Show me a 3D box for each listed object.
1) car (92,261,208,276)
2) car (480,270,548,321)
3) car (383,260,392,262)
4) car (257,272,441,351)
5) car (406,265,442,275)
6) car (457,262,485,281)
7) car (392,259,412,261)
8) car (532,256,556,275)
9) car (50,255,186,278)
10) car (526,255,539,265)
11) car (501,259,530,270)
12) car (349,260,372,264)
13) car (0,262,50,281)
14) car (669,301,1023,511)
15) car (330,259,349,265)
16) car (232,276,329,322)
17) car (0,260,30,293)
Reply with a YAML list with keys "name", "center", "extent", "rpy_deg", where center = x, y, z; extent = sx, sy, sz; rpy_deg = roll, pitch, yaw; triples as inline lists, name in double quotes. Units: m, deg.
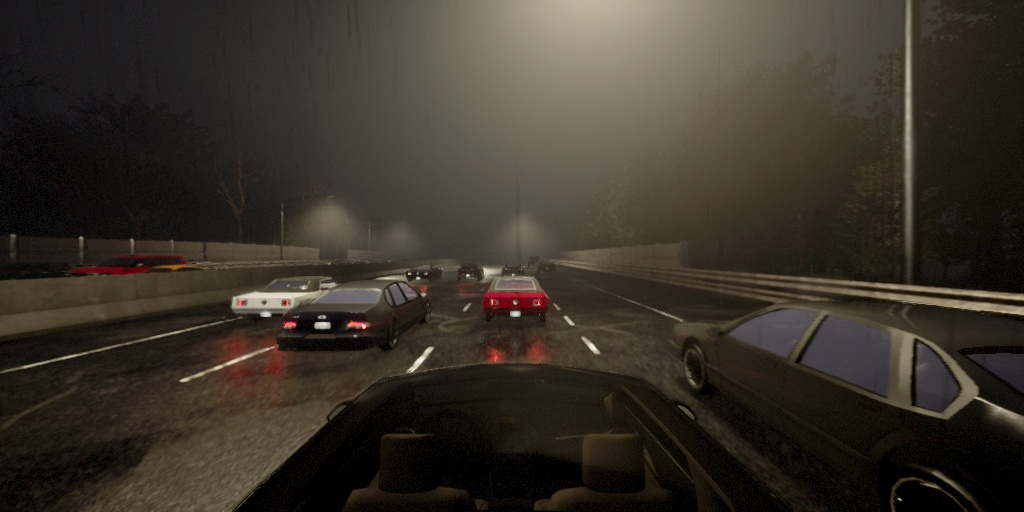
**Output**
- name: "car"
  center: [-17.597, 1.220, 18.429]
  extent: [1.882, 1.535, 5.008]
  rpy_deg: [0, 0, 0]
- name: "car"
  center: [0.102, 1.344, 12.372]
  extent: [1.895, 1.301, 4.718]
  rpy_deg: [0, 0, 0]
- name: "car"
  center: [-21.019, 1.346, 60.549]
  extent: [1.895, 1.301, 4.718]
  rpy_deg: [0, 0, 1]
- name: "car"
  center: [-3.397, 1.293, 8.941]
  extent: [2.033, 1.411, 5.357]
  rpy_deg: [0, 0, 0]
- name: "car"
  center: [-6.895, 1.341, 28.596]
  extent: [1.895, 1.301, 4.718]
  rpy_deg: [0, 0, 0]
- name: "car"
  center: [-3.397, 1.245, 30.064]
  extent: [1.837, 1.490, 4.892]
  rpy_deg: [0, 0, 0]
- name: "car"
  center: [-17.540, 1.222, 58.802]
  extent: [1.882, 1.535, 5.008]
  rpy_deg: [0, 0, 1]
- name: "car"
  center: [3.504, 1.077, 38.014]
  extent: [1.882, 1.535, 5.008]
  rpy_deg: [0, 0, 0]
- name: "car"
  center: [-21.097, 0.963, 20.074]
  extent: [2.150, 2.045, 5.566]
  rpy_deg: [0, 0, 0]
- name: "car"
  center: [3.506, 0.825, 58.036]
  extent: [2.150, 2.045, 5.566]
  rpy_deg: [0, 0, 0]
- name: "car"
  center: [0.105, 1.232, 30.018]
  extent: [2.128, 1.511, 4.902]
  rpy_deg: [0, 0, 0]
- name: "car"
  center: [-24.521, 1.308, 58.990]
  extent: [1.994, 1.385, 4.181]
  rpy_deg: [0, 0, 1]
- name: "car"
  center: [-24.596, 1.094, 17.814]
  extent: [2.097, 1.767, 4.553]
  rpy_deg: [0, 0, 0]
- name: "car"
  center: [3.389, 1.147, 3.368]
  extent: [2.033, 1.411, 5.357]
  rpy_deg: [0, 0, 2]
- name: "car"
  center: [-28.018, 1.248, 58.902]
  extent: [1.837, 1.490, 4.892]
  rpy_deg: [0, 0, 1]
- name: "car"
  center: [-6.897, 1.345, 12.279]
  extent: [1.895, 1.301, 4.718]
  rpy_deg: [0, 0, 0]
- name: "car"
  center: [-28.096, 1.094, 17.833]
  extent: [2.097, 1.767, 4.553]
  rpy_deg: [0, 0, 0]
